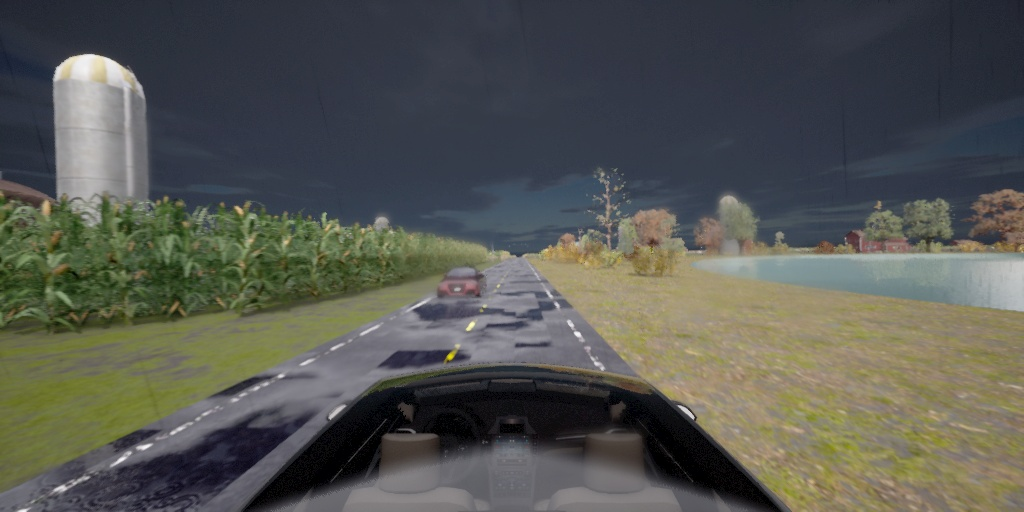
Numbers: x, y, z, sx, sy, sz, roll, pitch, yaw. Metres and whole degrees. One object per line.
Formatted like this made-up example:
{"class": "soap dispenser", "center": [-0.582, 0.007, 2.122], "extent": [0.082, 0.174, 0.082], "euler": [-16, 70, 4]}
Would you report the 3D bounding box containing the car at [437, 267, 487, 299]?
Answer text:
{"class": "car", "center": [-2.333, 1.233, 17.537], "extent": [1.994, 1.385, 4.181], "euler": [-2, 1, 1]}
